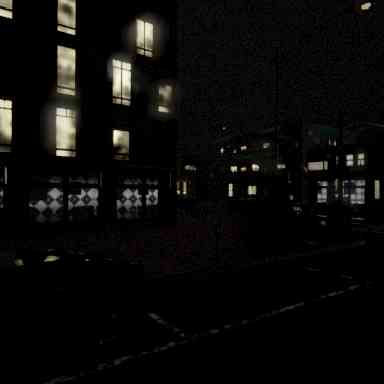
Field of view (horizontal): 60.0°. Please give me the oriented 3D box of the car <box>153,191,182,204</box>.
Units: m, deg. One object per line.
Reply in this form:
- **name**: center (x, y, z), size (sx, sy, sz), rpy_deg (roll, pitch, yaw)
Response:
- **car**: center (-3.907, 0.796, 52.096), size (2.192, 1.841, 5.009), rpy_deg (1, 0, -36)

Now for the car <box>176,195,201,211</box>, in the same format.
- **car**: center (-0.790, 1.233, 33.730), size (1.802, 1.307, 4.206), rpy_deg (1, 0, -36)

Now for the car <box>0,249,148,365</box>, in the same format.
- **car**: center (-2.696, 1.566, 4.631), size (4.313, 1.339, 1.947), rpy_deg (0, 0, -36)

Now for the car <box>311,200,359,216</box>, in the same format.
- **car**: center (12.538, 1.375, 29.772), size (1.887, 1.381, 4.507), rpy_deg (1, 0, -36)

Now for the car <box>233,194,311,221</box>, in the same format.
- **car**: center (5.797, 1.103, 24.801), size (2.192, 1.841, 5.009), rpy_deg (1, 0, -36)

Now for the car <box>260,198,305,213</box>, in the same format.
- **car**: center (9.247, 1.344, 34.236), size (1.802, 1.307, 4.206), rpy_deg (1, 0, -36)

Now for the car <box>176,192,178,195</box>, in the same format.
- **car**: center (-0.623, 1.104, 47.631), size (2.008, 1.369, 4.403), rpy_deg (1, 0, -36)

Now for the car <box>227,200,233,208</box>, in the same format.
- **car**: center (5.959, 1.133, 38.702), size (1.967, 1.590, 4.097), rpy_deg (1, 0, -36)
